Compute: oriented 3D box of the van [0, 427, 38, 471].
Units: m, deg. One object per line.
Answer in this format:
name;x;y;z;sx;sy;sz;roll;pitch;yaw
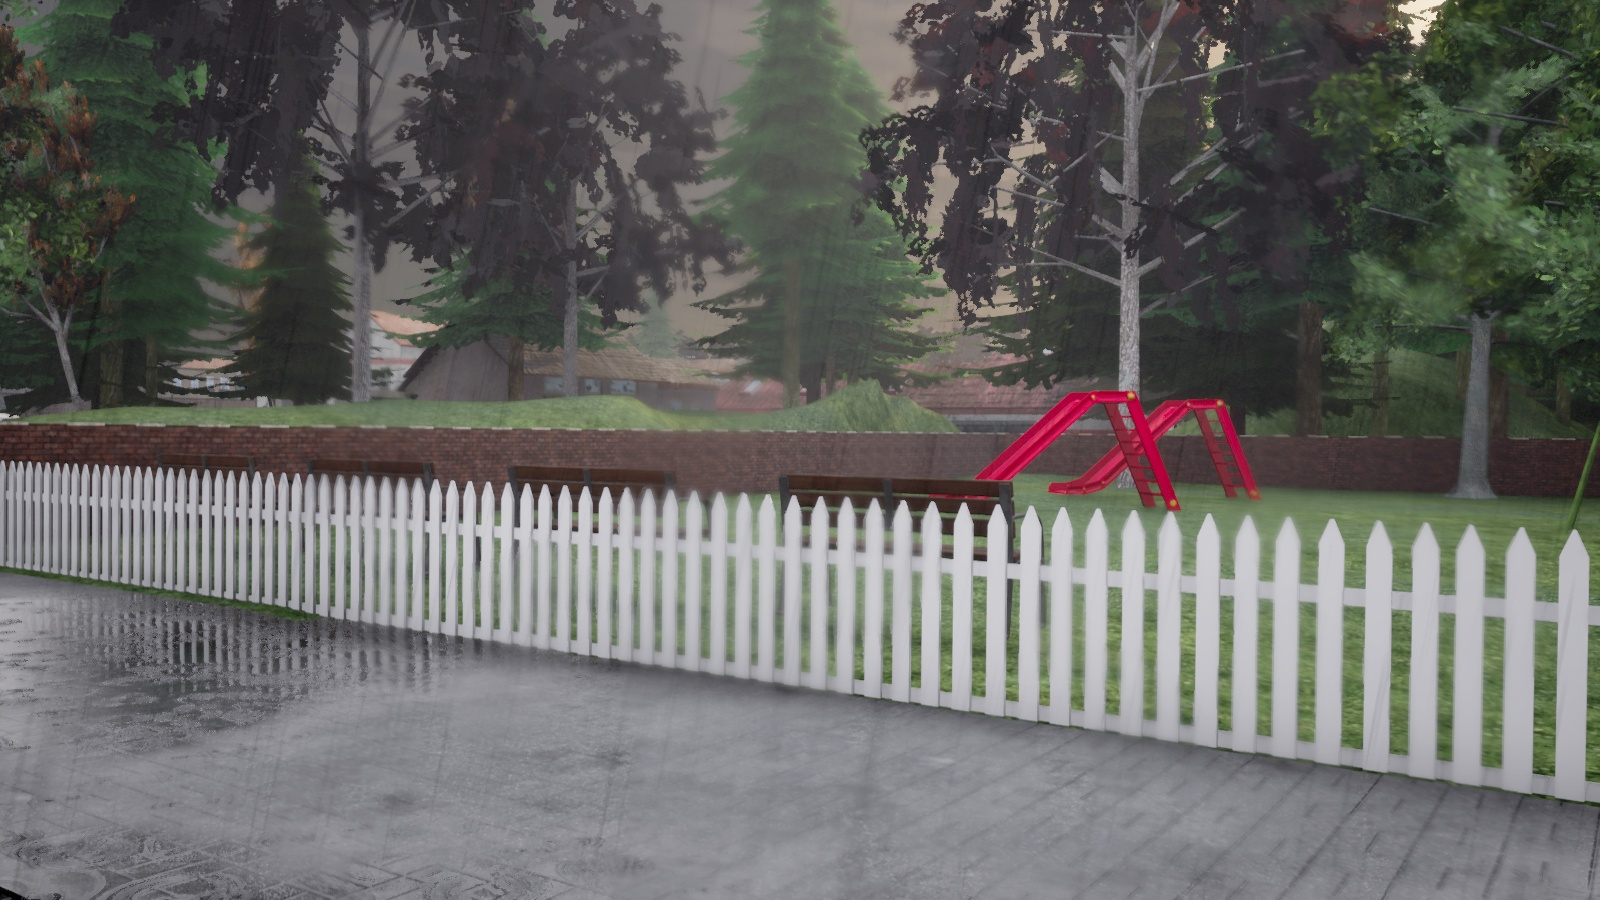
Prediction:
van;-38.435;-0.037;58.529;2.069;2.038;4.480;0;1;34
